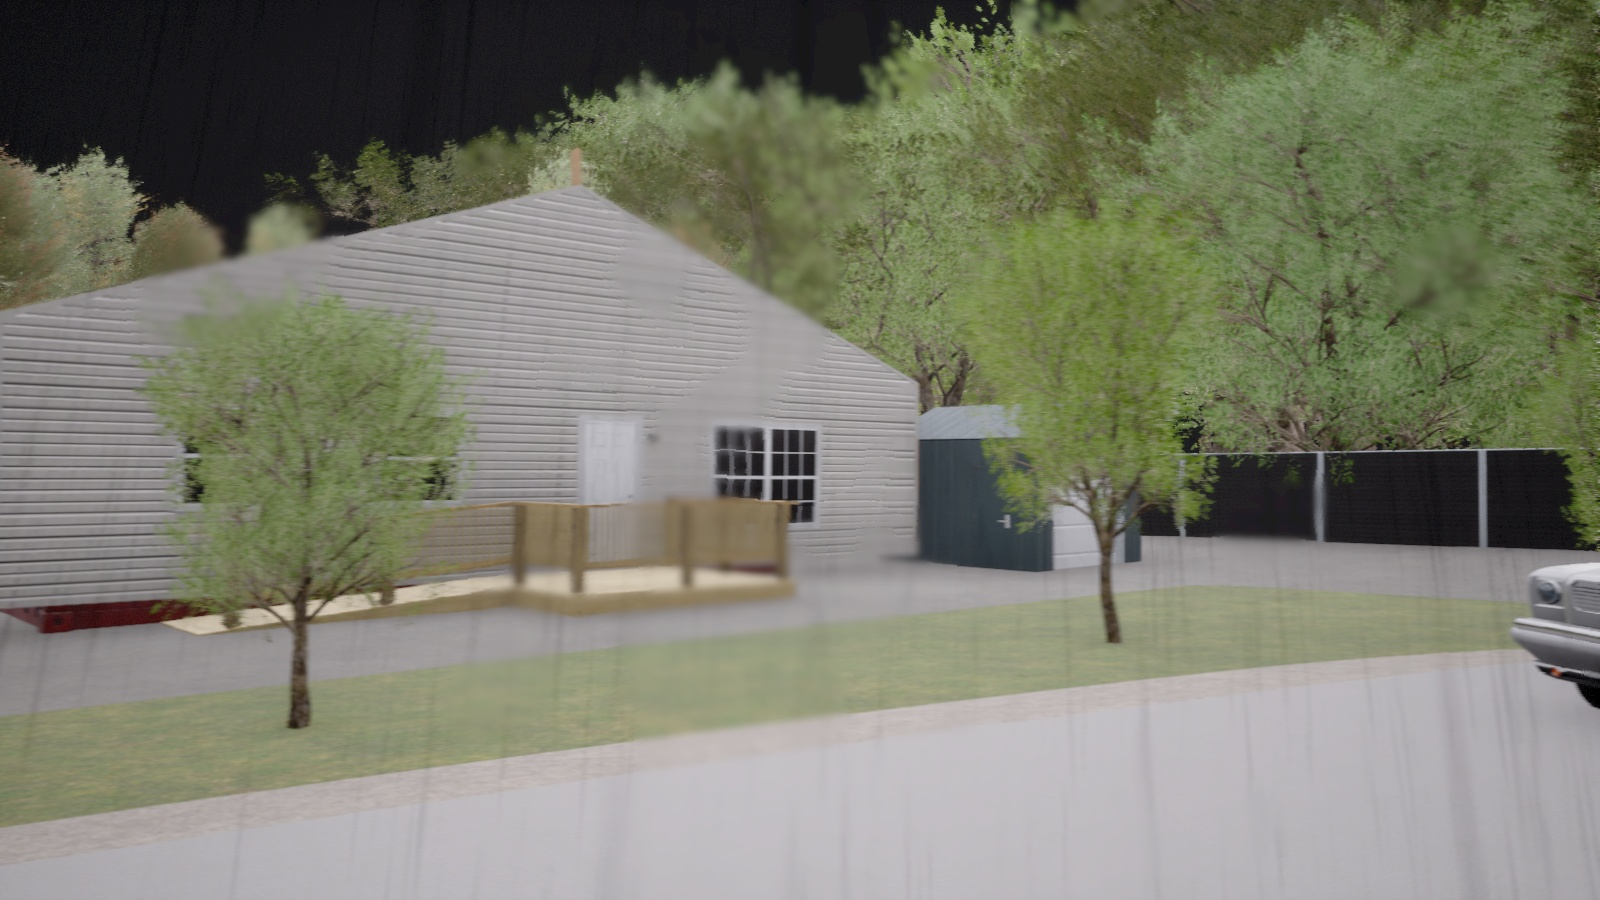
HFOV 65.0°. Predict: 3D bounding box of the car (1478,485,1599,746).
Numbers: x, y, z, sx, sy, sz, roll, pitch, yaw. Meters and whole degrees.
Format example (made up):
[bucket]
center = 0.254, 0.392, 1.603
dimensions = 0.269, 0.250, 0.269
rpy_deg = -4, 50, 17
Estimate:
[car]
center = 6.397, 0.850, 6.863
dimensions = 4.718, 1.301, 1.895
rpy_deg = 0, 0, -15
